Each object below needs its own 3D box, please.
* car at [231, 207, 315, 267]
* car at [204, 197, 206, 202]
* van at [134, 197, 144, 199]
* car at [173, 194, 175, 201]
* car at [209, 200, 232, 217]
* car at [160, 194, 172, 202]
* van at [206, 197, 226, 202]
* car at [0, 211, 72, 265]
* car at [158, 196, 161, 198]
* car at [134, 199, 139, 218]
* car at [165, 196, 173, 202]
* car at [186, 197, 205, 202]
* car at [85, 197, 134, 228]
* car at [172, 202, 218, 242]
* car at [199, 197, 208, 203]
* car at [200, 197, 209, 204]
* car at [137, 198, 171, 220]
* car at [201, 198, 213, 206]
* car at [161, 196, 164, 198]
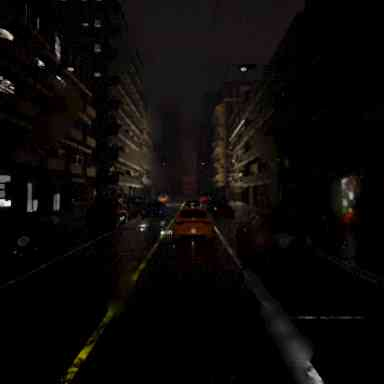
[{"bbox_3d":[2.678,1.450,11.507,1.967,1.590,4.097,0,0,0],"label":"car"},{"bbox_3d":[2.624,1.602,39.956,1.887,1.381,4.507,0,0,0],"label":"car"},{"bbox_3d":[-5.744,1.390,34.252,1.690,1.788,3.998,0,0,0],"label":"van"},{"bbox_3d":[-5.831,1.749,79.775,1.947,1.339,4.313,0,0,0],"label":"car"},{"bbox_3d":[2.645,1.616,28.577,1.802,1.307,4.206,0,0,0],"label":"car"},{"bbox_3d":[-5.808,1.458,68.394,2.192,1.841,5.009,0,0,0],"label":"car"},{"bbox_3d":[2.636,1.386,34.266,1.690,1.788,3.998,0,0,0],"label":"van"},{"bbox_3d":[-5.702,1.454,11.494,1.967,1.590,4.097,0,0,0],"label":"car"},{"bbox_3d":[-5.766,1.601,45.463,1.752,1.417,4.829,0,0,0],"label":"car"},{"bbox_3d":[-5.735,1.563,28.395,1.752,1.417,4.829,0,0,0],"label":"car"},{"bbox_3d":[-5.842,1.788,85.463,1.802,1.307,4.206,0,0,0],"label":"car"},{"bbox_3d":[0.033,1.601,37.656,2.033,1.411,5.357,0,0,0],"label":"car"},{"bbox_3d":[-5.723,1.343,22.873,2.192,1.841,5.009,0,0,0],"label":"car"},{"bbox_3d":[0.064,1.494,16.576,1.882,1.535,5.008,0,0,0],"label":"car"},{"bbox_3d":[2.560,1.740,74.098,1.802,1.307,4.206,0,0,0],"label":"car"},{"bbox_3d":[2.571,1.721,68.407,1.802,1.307,4.206,0,0,0],"label":"car"},{"bbox_3d":[-3.147,1.514,28.451,1.882,1.535,5.008,0,0,0],"label":"car"},{"bbox_3d":[2.592,1.686,57.027,1.802,1.307,4.206,0,0,0],"label":"car"},{"bbox_3d":[-5.778,1.673,51.324,1.802,1.307,4.206,0,0,0],"label":"car"}]
